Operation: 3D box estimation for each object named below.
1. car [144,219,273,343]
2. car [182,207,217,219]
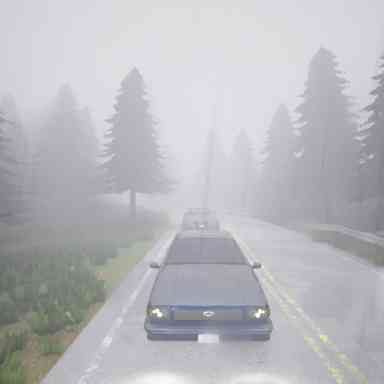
[{"bbox_3d":[0.265,1.557,7.071,2.033,1.411,5.357,0,0,1],"label":"car"},{"bbox_3d":[0.436,1.584,19.156,1.994,1.385,4.181,0,0,-2],"label":"car"}]
